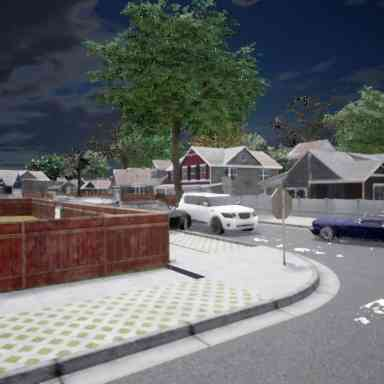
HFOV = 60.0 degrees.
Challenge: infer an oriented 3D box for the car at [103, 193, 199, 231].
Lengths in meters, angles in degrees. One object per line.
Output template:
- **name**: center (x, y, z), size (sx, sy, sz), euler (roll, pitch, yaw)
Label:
- **car**: center (-2.026, 1.221, 17.457), size (2.097, 1.767, 4.553), euler (4, 5, 39)

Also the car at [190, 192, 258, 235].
- **car**: center (1.221, 1.078, 18.434), size (2.150, 2.045, 5.566), euler (-1, 2, -30)

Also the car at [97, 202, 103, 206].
- **car**: center (-6.879, 1.376, 29.463), size (1.895, 1.301, 4.718), euler (-1, 1, -35)

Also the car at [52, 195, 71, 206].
- **car**: center (-18.184, 1.170, 46.096), size (1.812, 1.442, 4.674), euler (-1, 1, -32)

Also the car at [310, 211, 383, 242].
- **car**: center (7.535, 1.478, 14.037), size (4.718, 1.301, 1.895), euler (0, 1, 34)
